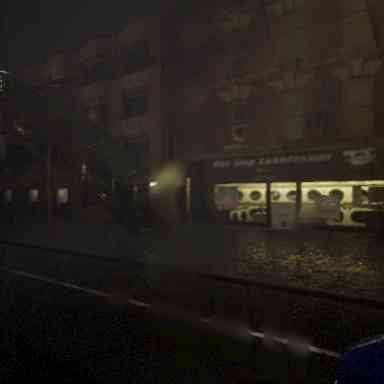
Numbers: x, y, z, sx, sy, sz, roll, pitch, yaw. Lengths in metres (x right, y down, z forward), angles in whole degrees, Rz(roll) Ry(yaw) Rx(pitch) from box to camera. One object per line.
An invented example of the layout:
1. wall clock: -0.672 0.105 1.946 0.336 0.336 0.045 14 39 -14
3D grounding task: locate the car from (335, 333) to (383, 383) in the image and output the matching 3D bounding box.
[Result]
1. car: 3.230 1.514 1.693 4.674 1.442 1.812 0 0 35
